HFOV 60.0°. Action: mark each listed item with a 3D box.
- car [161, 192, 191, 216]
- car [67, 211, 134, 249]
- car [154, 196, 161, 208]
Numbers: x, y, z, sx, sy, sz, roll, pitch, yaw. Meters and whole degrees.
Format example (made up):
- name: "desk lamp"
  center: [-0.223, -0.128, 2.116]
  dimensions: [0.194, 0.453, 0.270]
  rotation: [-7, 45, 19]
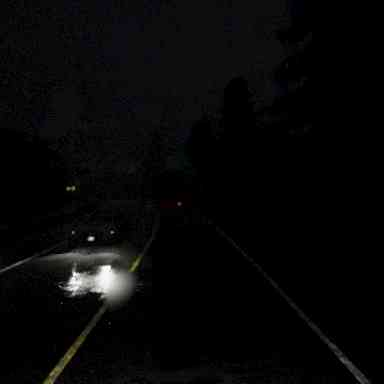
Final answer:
- name: "car"
  center: [-1.410, 1.054, 30.393]
  dimensions: [2.150, 2.045, 5.566]
  rotation: [0, 0, -8]
- name: "car"
  center: [-3.670, 1.486, 13.970]
  dimensions: [1.994, 1.385, 4.181]
  rotation: [0, 0, -1]
- name: "car"
  center: [-3.695, 1.272, 42.470]
  dimensions: [1.837, 1.490, 4.892]
  rotation: [0, 1, -13]
